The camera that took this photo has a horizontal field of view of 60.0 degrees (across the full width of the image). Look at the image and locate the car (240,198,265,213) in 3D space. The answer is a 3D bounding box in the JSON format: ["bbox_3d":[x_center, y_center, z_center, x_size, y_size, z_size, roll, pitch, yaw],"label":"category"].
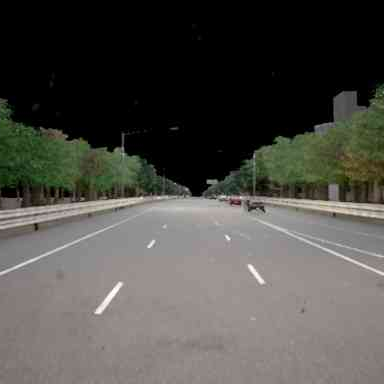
[{"bbox_3d":[7.001,1.505,37.804,1.837,1.490,4.892,0,0,0],"label":"car"}]

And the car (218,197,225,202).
[{"bbox_3d":[7.108,1.744,77.462,1.895,1.301,4.718,0,-1,0],"label":"car"}]

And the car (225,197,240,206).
[{"bbox_3d":[7.024,1.496,54.907,1.882,1.535,5.008,0,0,0],"label":"car"}]
